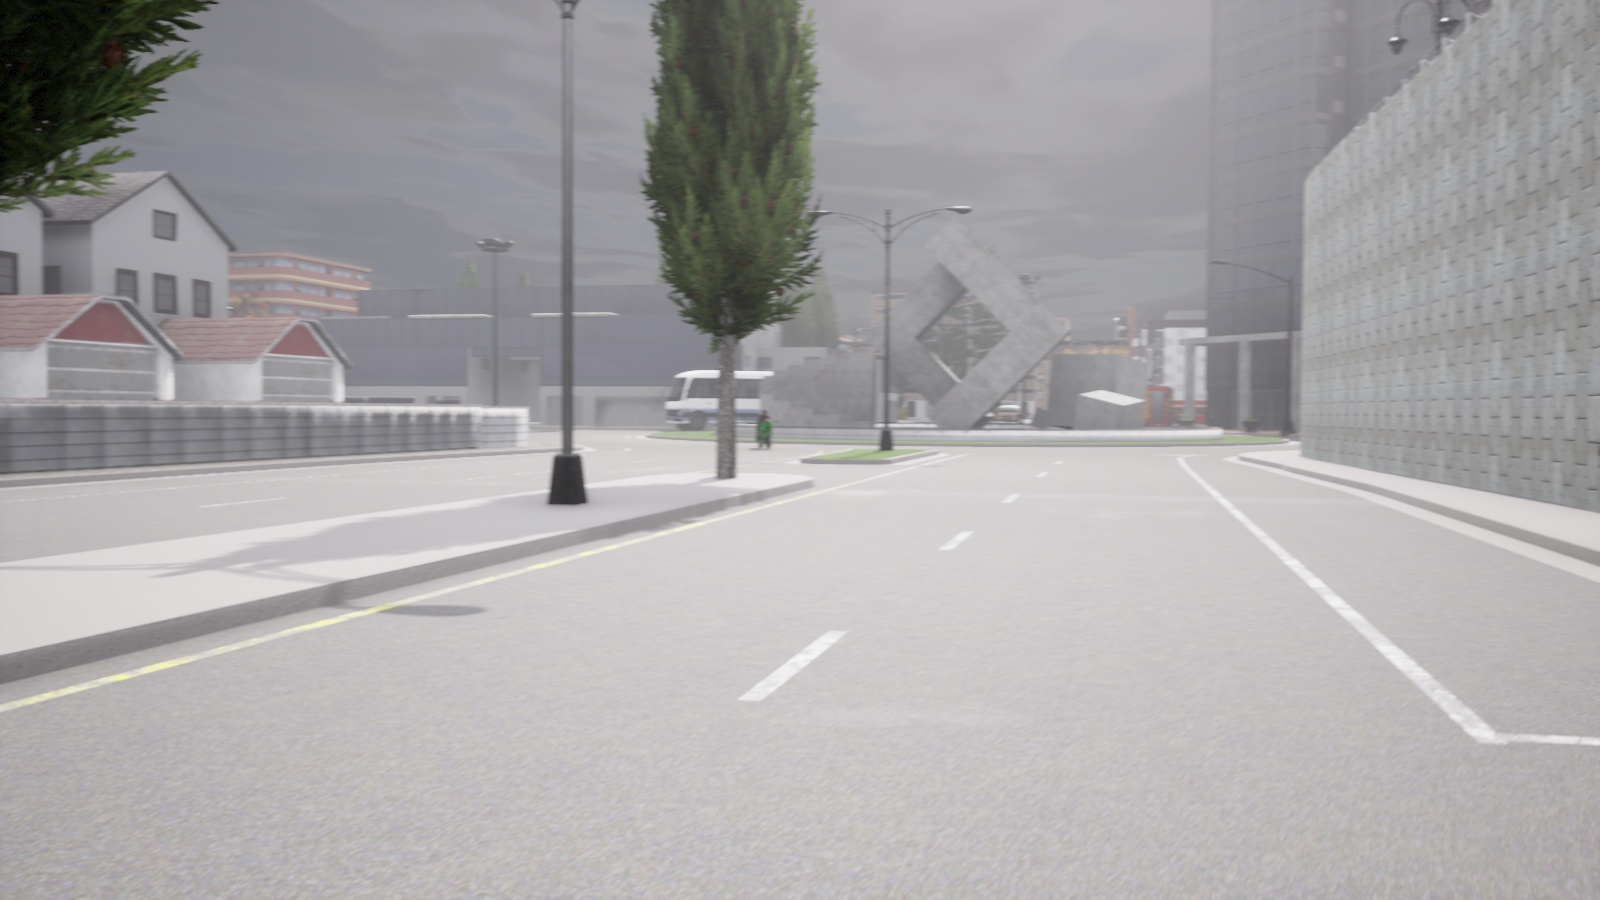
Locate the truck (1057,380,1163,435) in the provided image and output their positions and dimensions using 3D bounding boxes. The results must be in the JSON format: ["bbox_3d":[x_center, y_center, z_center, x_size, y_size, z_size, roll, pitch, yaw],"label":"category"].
[{"bbox_3d":[22.606,-3.129,92.182,2.891,3.827,8.468,0,2,-25],"label":"truck"}]

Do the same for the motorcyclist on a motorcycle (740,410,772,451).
[{"bbox_3d":[-1.682,-0.764,47.758,0.797,1.523,2.044,-1,2,-13],"label":"motorcyclist on a motorcycle"}]

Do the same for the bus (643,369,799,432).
[{"bbox_3d":[-5.581,-3.432,88.722,10.273,4.253,3.944,0,2,-25],"label":"bus"}]
